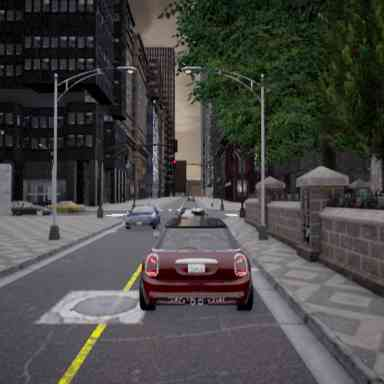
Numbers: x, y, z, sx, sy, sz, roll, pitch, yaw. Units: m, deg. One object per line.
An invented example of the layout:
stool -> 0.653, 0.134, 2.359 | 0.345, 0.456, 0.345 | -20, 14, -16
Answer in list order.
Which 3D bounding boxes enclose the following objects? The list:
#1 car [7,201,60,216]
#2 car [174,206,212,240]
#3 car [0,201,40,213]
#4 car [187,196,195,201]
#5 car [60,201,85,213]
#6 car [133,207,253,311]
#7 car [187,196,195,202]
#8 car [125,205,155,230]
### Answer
car -> -14.731, 1.531, 29.995 | 4.403, 1.369, 2.008 | 0, -1, 0
car -> 0.041, 1.549, 18.082 | 1.812, 1.442, 4.674 | 0, 0, 0
car -> -20.233, 1.725, 38.531 | 4.403, 1.369, 2.008 | 0, -1, 0
car -> -0.287, 1.846, 91.352 | 1.994, 1.385, 4.181 | 0, 0, 0
car -> -14.890, 1.693, 38.519 | 4.829, 1.417, 1.752 | 0, -1, 0
car -> 0.074, 1.360, 7.956 | 2.097, 1.767, 4.553 | 0, 0, 0
car -> -0.254, 1.761, 81.254 | 1.812, 1.442, 4.674 | 0, 0, 0
car -> -3.066, 1.556, 21.553 | 1.812, 1.442, 4.674 | 0, 0, 0
